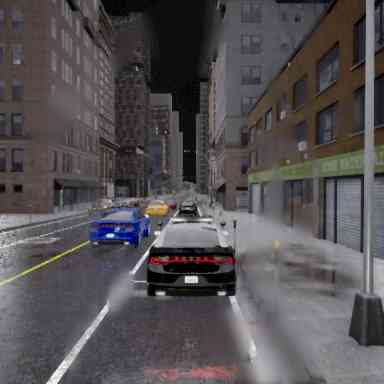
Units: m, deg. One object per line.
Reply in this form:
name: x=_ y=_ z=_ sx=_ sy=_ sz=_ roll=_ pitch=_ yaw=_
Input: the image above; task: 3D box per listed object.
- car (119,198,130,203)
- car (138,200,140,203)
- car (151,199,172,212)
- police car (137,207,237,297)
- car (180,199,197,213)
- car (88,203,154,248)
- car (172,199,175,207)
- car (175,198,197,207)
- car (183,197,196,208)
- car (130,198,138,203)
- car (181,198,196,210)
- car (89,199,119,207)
car: x=-8.918 y=1.567 z=38.589 sx=1.947 sy=1.339 sz=4.313 roll=-1 pitch=0 yaw=0
car: x=-8.918 y=1.549 z=49.600 sx=1.887 sy=1.381 sz=4.507 roll=-1 pitch=0 yaw=0
car: x=-3.144 y=1.455 z=31.215 sx=1.801 sy=1.575 sz=5.366 roll=0 pitch=0 yaw=0
police car: x=-0.011 y=1.423 z=8.761 sx=1.930 sy=1.638 sz=5.238 roll=0 pitch=0 yaw=0
car: x=-0.393 y=1.546 z=38.589 sx=1.887 sy=1.381 sz=4.507 roll=-1 pitch=0 yaw=0
car: x=-3.047 y=1.475 z=14.899 sx=1.882 sy=1.535 sz=5.008 roll=0 pitch=0 yaw=0
car: x=-3.046 y=1.567 z=45.004 sx=1.994 sy=1.385 sz=4.181 roll=0 pitch=0 yaw=0
car: x=-0.393 y=1.565 z=33.084 sx=1.947 sy=1.339 sz=4.313 roll=-1 pitch=0 yaw=0
car: x=-0.393 y=1.550 z=49.600 sx=1.887 sy=1.381 sz=4.507 roll=-1 pitch=0 yaw=0
car: x=-8.918 y=1.554 z=44.095 sx=2.008 sy=1.369 sz=4.403 roll=-1 pitch=0 yaw=0
car: x=-0.393 y=1.548 z=44.094 sx=1.887 sy=1.381 sz=4.507 roll=-1 pitch=0 yaw=0
car: x=-8.920 y=1.439 z=33.084 sx=1.967 sy=1.590 sz=4.097 roll=-1 pitch=0 yaw=0
